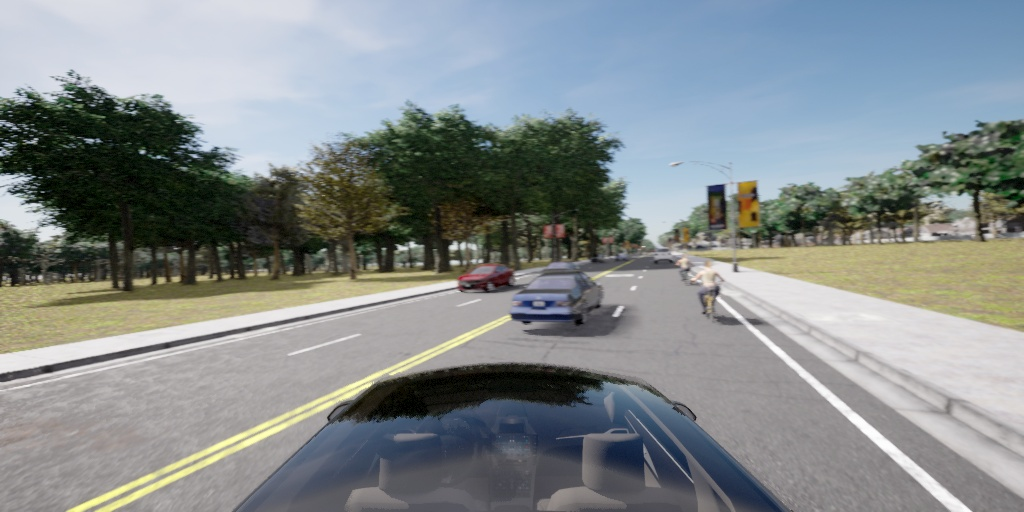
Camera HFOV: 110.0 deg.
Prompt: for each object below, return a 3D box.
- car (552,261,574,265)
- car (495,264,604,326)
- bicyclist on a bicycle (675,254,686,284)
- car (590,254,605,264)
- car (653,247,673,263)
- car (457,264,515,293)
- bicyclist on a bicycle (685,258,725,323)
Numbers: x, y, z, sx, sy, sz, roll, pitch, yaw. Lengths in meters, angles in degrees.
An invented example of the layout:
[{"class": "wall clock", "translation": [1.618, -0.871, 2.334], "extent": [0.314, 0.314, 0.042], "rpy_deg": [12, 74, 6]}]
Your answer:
[{"class": "car", "translation": [3.389, 1.075, 24.632], "extent": [2.033, 1.411, 5.357], "rpy_deg": [-3, 0, 22]}, {"class": "car", "translation": [1.628, 1.193, 11.303], "extent": [2.033, 1.411, 5.357], "rpy_deg": [-3, 0, 22]}, {"class": "bicyclist on a bicycle", "translation": [8.990, 0.702, 18.644], "extent": [0.866, 1.612, 1.509], "rpy_deg": [-3, 0, 23]}, {"class": "car", "translation": [14.168, 0.440, 59.191], "extent": [1.837, 1.490, 4.892], "rpy_deg": [-3, 0, 23]}, {"class": "car", "translation": [20.195, -0.122, 47.903], "extent": [2.150, 2.045, 5.566], "rpy_deg": [-3, 0, 22]}, {"class": "car", "translation": [-1.435, 1.251, 21.450], "extent": [1.882, 1.535, 5.008], "rpy_deg": [-3, 0, 22]}, {"class": "bicyclist on a bicycle", "translation": [5.272, 0.907, 9.611], "extent": [0.866, 1.612, 1.509], "rpy_deg": [-3, 0, 23]}]
